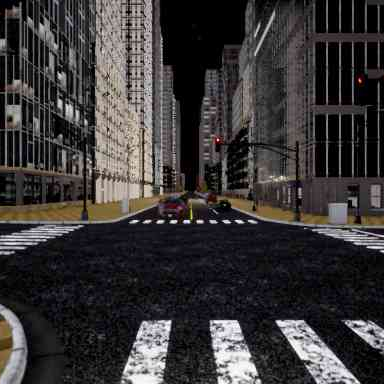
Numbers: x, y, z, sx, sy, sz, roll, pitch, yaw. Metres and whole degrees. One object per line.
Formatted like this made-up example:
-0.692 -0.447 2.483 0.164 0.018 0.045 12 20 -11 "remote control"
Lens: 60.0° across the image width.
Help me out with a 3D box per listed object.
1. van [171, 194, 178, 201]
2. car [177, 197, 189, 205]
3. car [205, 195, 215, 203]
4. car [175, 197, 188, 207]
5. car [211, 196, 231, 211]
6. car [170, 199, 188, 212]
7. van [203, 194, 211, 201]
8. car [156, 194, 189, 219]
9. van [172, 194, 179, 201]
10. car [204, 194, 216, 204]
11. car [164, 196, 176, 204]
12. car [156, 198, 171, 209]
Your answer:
-4.237 1.321 80.467 1.690 1.788 3.998 0 0 0 "van"
-1.629 1.565 61.022 1.994 1.385 4.181 0 0 0 "car"
3.700 1.432 69.452 1.967 1.590 4.097 0 0 0 "car"
-1.617 1.534 51.018 1.812 1.442 4.674 0 0 0 "car"
3.890 1.579 41.815 1.947 1.339 4.313 0 0 0 "car"
-1.566 1.561 40.926 2.033 1.411 5.357 0 0 0 "car"
3.643 1.321 80.507 1.690 1.788 3.998 0 0 0 "van"
-1.697 1.369 29.673 2.097 1.767 4.553 0 0 3 "car"
-4.265 1.315 85.994 1.690 1.788 3.998 0 0 0 "van"
3.728 1.313 63.924 2.192 1.841 5.009 0 0 0 "car"
-4.152 1.564 63.884 1.947 1.339 4.313 0 0 0 "car"
-4.068 1.592 47.301 1.802 1.307 4.206 0 0 0 "car"
